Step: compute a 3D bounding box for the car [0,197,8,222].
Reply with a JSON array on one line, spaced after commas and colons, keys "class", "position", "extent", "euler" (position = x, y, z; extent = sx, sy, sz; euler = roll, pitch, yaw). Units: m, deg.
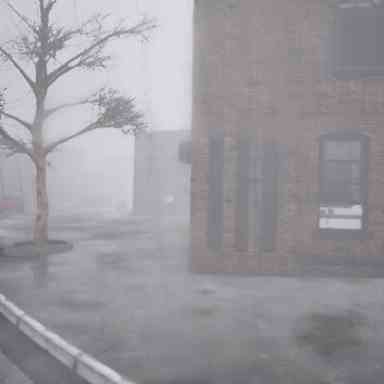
[{"class": "car", "position": [-15.491, 1.450, 24.231], "extent": [2.097, 1.767, 4.553], "euler": [1, -1, -13]}]

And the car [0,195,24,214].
[{"class": "car", "position": [-20.050, 1.357, 35.144], "extent": [2.150, 2.045, 5.566], "euler": [1, -1, 4]}]
